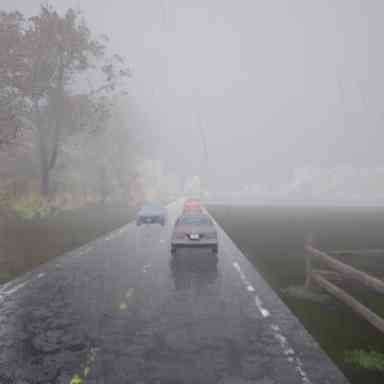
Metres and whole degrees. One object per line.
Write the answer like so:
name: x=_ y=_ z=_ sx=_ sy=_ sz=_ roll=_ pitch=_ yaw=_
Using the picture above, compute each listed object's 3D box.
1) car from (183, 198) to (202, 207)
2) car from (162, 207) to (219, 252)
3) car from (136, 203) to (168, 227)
car: x=0.075 y=1.463 z=37.890 sx=2.097 sy=1.767 sz=4.553 roll=0 pitch=0 yaw=0
car: x=0.086 y=1.588 z=13.997 sx=2.033 sy=1.411 sz=5.357 roll=0 pitch=0 yaw=0
car: x=-2.765 y=1.547 z=23.837 sx=1.882 sy=1.535 sz=5.008 roll=0 pitch=0 yaw=0
